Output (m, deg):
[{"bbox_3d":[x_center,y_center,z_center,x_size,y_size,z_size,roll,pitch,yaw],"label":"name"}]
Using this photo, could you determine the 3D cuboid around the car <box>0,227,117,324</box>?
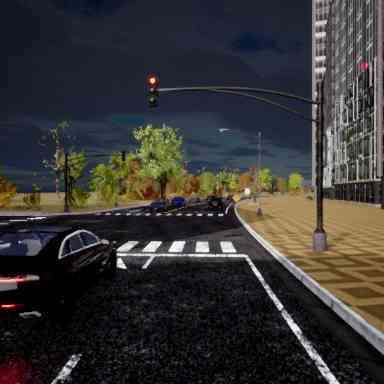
[{"bbox_3d":[-2.988,1.490,7.163,2.128,1.511,4.902,0,0,1],"label":"car"}]

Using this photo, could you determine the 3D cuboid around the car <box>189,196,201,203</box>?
[{"bbox_3d":[0.578,1.554,69.205,2.033,1.411,5.357,0,0,11],"label":"car"}]

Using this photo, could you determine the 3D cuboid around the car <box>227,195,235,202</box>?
[{"bbox_3d":[9.658,1.495,80.412,1.882,1.535,5.008,0,0,14],"label":"car"}]

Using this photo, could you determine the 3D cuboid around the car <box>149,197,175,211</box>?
[{"bbox_3d":[-3.909,1.546,41.487,2.033,1.411,5.357,0,0,7],"label":"car"}]

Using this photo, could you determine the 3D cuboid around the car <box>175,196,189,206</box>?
[{"bbox_3d":[-2.184,1.479,53.818,1.882,1.535,5.008,0,0,9],"label":"car"}]

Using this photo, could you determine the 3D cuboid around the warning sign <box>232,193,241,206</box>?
[{"bbox_3d":[6.482,1.120,48.260,1.300,1.860,1.060,0,0,8],"label":"warning sign"}]

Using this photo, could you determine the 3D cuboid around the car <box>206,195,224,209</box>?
[{"bbox_3d":[3.371,1.480,45.597,1.882,1.535,5.008,0,0,8],"label":"car"}]

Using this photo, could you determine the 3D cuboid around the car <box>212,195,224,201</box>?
[{"bbox_3d":[6.347,1.404,80.538,2.033,1.411,5.357,0,0,14],"label":"car"}]

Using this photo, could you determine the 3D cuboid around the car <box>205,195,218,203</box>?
[{"bbox_3d":[4.137,1.481,70.423,1.882,1.535,5.008,0,0,12],"label":"car"}]
